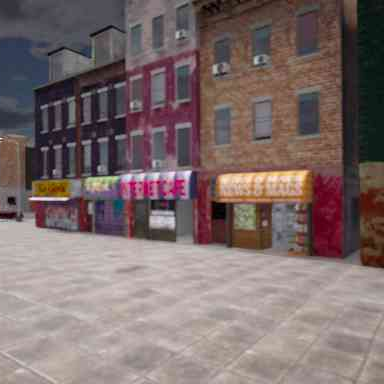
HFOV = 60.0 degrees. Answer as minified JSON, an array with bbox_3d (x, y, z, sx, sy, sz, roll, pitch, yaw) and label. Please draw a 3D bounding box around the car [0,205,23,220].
[{"bbox_3d":[-19.438,2.082,33.572,1.967,1.590,4.097,-2,-3,36],"label":"car"}]
